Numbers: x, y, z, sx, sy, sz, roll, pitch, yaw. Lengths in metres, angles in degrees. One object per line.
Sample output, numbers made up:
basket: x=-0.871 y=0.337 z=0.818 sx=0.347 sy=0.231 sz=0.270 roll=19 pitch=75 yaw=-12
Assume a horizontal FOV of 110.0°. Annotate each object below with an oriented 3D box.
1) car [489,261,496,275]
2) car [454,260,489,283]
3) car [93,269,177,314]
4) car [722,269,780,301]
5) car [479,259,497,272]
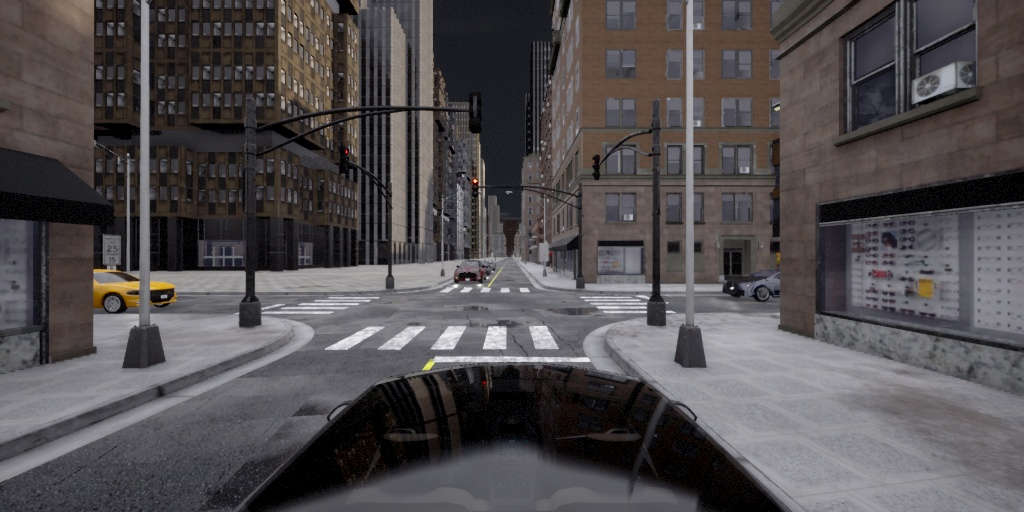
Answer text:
car: x=-3.175 y=1.299 z=38.075 sx=2.033 sy=1.411 sz=5.357 roll=0 pitch=0 yaw=0
car: x=-3.159 y=1.103 z=27.816 sx=2.097 sy=1.767 sz=4.553 roll=0 pitch=0 yaw=0
car: x=-15.369 y=1.232 z=13.247 sx=5.008 sy=1.535 sz=1.882 roll=0 pitch=0 yaw=0
car: x=12.219 y=1.314 z=16.687 sx=4.181 sy=1.385 sz=1.994 roll=0 pitch=0 yaw=-1
car: x=-3.189 y=1.243 z=48.493 sx=2.128 sy=1.511 sz=4.902 roll=0 pitch=0 yaw=0
